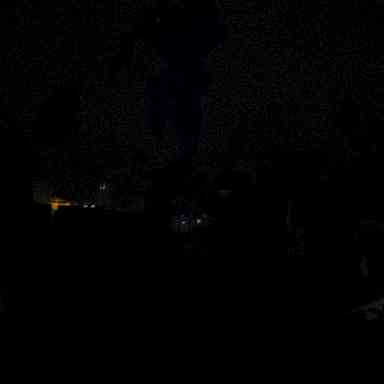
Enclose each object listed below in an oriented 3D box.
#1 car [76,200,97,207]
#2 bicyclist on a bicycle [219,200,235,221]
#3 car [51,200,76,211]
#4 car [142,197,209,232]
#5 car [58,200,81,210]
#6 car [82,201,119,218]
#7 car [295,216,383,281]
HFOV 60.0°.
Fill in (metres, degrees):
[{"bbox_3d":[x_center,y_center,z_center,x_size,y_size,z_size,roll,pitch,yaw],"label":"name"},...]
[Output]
[{"bbox_3d":[-13.401,1.841,44.014,1.837,1.490,4.892,0,0,-35],"label":"car"},{"bbox_3d":[2.764,1.448,26.185,1.656,1.620,0.582,0,0,-35],"label":"bicyclist on a bicycle"},{"bbox_3d":[-17.911,1.845,45.546,1.882,1.535,5.008,0,-1,-35],"label":"car"},{"bbox_3d":[-1.255,1.357,21.714,2.150,2.045,5.566,0,0,-37],"label":"car"},{"bbox_3d":[-19.373,1.961,52.425,2.033,1.411,5.357,0,0,-35],"label":"car"},{"bbox_3d":[-8.816,1.845,32.480,1.895,1.301,4.718,0,0,-35],"label":"car"},{"bbox_3d":[4.988,1.535,10.134,1.837,1.490,4.892,1,-1,-13],"label":"car"}]
